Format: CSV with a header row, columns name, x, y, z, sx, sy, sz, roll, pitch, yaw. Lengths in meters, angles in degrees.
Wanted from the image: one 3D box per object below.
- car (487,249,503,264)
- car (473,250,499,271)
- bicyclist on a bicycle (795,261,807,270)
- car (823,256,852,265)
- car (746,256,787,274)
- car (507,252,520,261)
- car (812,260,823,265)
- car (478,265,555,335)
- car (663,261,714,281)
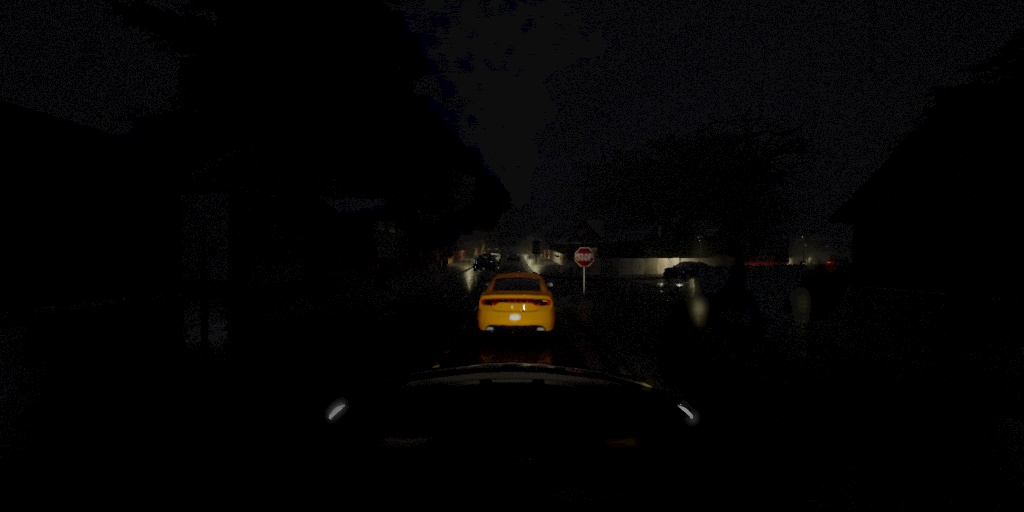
name,x,y,z,sx,sy,sz,roll,pitch,yaw
car,-2.746,-0.006,49.923,2.150,2.045,5.566,0,2,0
car,-2.773,0.582,37.215,2.097,1.767,4.553,0,2,0
bicyclist on a bicycle,22.042,1.210,27.098,0.582,1.620,1.656,0,0,-32
car,39.616,1.041,42.780,5.566,2.045,2.150,0,0,-37
car,26.162,0.973,36.792,5.566,2.045,2.150,1,0,-34
car,0.213,0.063,57.392,1.994,1.385,4.181,0,2,0
car,41.666,1.312,47.877,4.902,1.511,2.128,0,0,-37
car,0.206,1.222,10.587,1.882,1.535,5.008,0,0,3
car,14.580,1.179,29.490,5.008,1.535,1.882,0,0,-31
